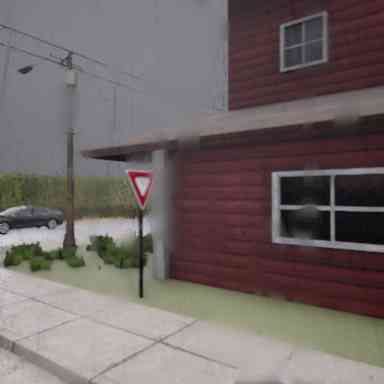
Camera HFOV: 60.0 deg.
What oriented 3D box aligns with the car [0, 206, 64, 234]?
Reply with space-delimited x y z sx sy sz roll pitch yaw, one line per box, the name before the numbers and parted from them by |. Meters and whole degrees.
car | -10.341 1.630 20.335 1.837 1.490 4.892 0 0 36
